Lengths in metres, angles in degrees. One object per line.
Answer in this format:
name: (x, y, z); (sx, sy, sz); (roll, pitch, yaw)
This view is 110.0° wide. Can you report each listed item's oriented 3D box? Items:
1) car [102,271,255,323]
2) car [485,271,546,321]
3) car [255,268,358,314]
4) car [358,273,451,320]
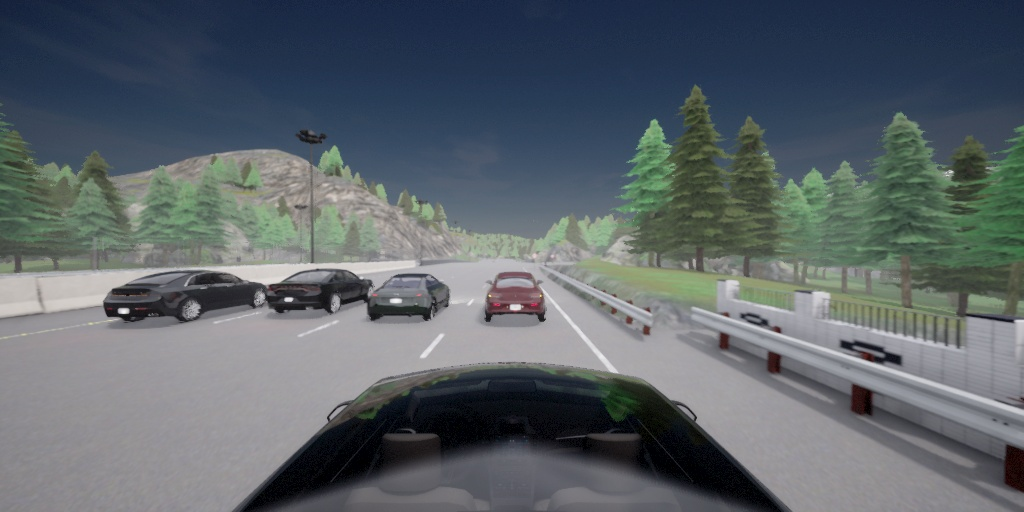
car: (-10.396, 1.221, 12.023); (1.837, 1.490, 4.892); (0, 0, 0)
car: (0.091, 1.243, 12.192); (1.812, 1.442, 4.674); (0, 0, 0)
car: (-6.896, 1.190, 13.552); (1.882, 1.535, 5.008); (0, 0, 0)
car: (-3.396, 1.280, 12.499); (1.994, 1.385, 4.181); (0, 0, 0)
